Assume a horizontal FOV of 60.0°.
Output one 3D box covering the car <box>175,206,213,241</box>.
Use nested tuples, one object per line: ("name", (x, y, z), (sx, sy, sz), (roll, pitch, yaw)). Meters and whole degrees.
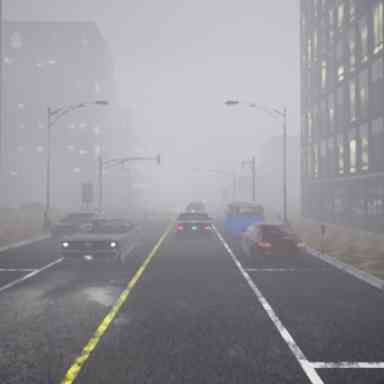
("car", (0.094, 1.663, 17.259), (2.033, 1.411, 5.357), (0, 0, 0))

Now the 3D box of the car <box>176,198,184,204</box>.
("car", (-3.034, 2.144, 83.401), (2.128, 1.511, 4.902), (0, 0, 0))

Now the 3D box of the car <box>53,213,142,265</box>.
("car", (-3.103, 1.683, 12.209), (1.895, 1.301, 4.718), (0, 0, 0))

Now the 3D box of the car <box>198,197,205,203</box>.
("car", (2.655, 2.270, 95.234), (2.008, 1.369, 4.403), (0, -1, 0))

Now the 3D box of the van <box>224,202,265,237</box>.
("van", (2.654, 1.457, 17.216), (1.690, 1.788, 3.998), (0, 0, 0))

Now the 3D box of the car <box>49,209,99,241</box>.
("car", (-5.694, 1.682, 17.237), (1.947, 1.339, 4.313), (0, 0, 0))

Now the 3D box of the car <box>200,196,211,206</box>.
("car", (2.668, 1.972, 62.170), (1.752, 1.417, 4.829), (0, 0, 0))

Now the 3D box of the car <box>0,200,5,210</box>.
("car", (-29.002, 1.807, 46.365), (4.829, 1.417, 1.752), (0, -1, 0))

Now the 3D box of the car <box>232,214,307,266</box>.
("car", (2.655, 1.659, 11.525), (1.802, 1.307, 4.206), (0, 0, 0))

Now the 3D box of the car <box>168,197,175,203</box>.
("car", (-5.726, 2.244, 95.060), (1.752, 1.417, 4.829), (0, 0, 0))

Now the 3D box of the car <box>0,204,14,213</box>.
("car", (-22.974, 1.719, 38.003), (4.829, 1.417, 1.752), (0, -1, 0))

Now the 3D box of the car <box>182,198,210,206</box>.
("car", (0.481, 1.694, 32.256), (1.882, 1.535, 5.008), (0, 0, 5))

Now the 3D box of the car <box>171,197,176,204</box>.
("car", (-5.718, 1.894, 78.615), (2.192, 1.841, 5.009), (0, 0, 0))

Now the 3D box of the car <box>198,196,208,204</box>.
("car", (2.662, 1.894, 78.619), (2.192, 1.841, 5.009), (0, 0, 0))

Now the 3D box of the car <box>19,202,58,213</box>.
("car", (-17.481, 1.786, 38.018), (4.206, 1.307, 1.802), (0, -1, 0))

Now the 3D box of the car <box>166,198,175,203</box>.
("car", (-5.724, 2.223, 89.691), (2.008, 1.369, 4.403), (0, 0, 0))

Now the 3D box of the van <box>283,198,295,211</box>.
("van", (14.881, 1.733, 46.491), (3.998, 1.788, 1.690), (0, -1, 0))

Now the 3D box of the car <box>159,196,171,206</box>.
("car", (-5.715, 2.013, 67.365), (1.752, 1.417, 4.829), (0, 0, 0))

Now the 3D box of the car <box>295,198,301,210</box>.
("car", (14.907, 1.610, 38.112), (5.009, 1.841, 2.192), (0, -1, 0))
